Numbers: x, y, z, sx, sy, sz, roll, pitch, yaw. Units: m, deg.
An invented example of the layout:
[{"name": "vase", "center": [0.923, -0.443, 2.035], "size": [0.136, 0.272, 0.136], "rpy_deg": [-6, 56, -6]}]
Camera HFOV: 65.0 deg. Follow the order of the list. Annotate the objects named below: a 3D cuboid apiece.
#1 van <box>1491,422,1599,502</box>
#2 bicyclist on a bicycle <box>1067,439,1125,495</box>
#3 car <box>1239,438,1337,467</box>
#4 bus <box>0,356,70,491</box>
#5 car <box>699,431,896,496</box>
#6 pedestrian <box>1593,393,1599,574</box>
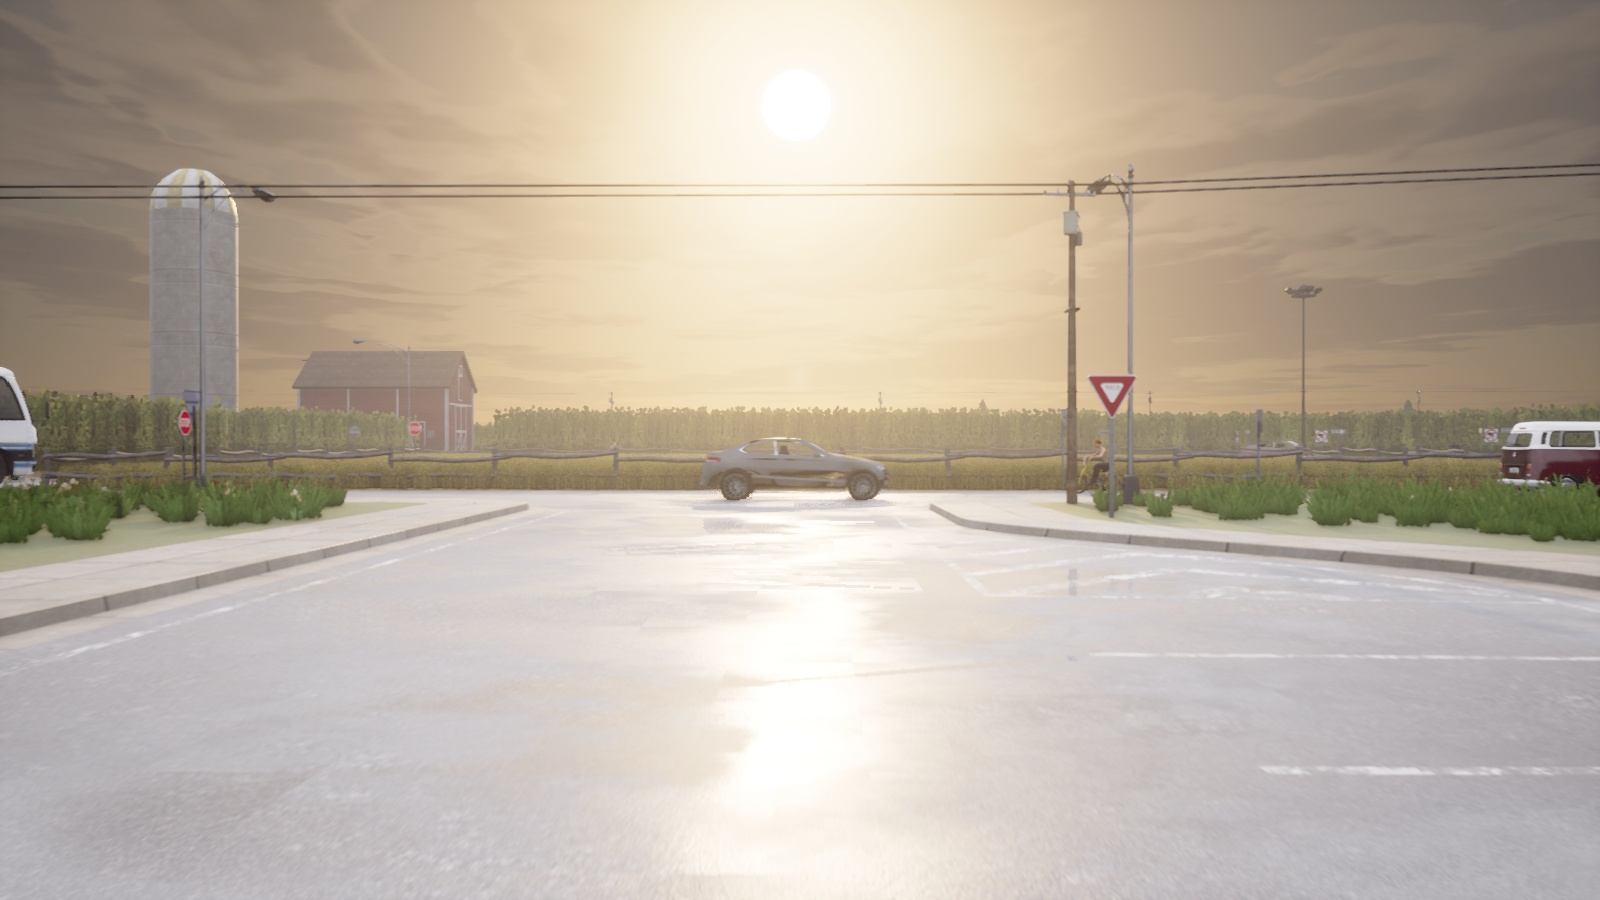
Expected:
[{"name": "van", "center": [20.860, 0.302, 32.788], "size": [4.480, 2.038, 2.069], "rpy_deg": [0, 0, 1]}, {"name": "bicyclist on a bicycle", "center": [8.595, 0.484, 36.504], "size": [1.509, 1.612, 0.866], "rpy_deg": [0, 0, 1]}, {"name": "car", "center": [29.012, 0.128, 74.695], "size": [5.027, 1.651, 2.152], "rpy_deg": [0, 0, 37]}, {"name": "bus", "center": [-28.665, -0.869, 38.350], "size": [3.944, 4.253, 10.273], "rpy_deg": [2, 1, 41]}, {"name": "car", "center": [-0.040, 0.338, 33.187], "size": [5.027, 1.651, 2.152], "rpy_deg": [0, 0, 1]}, {"name": "pedestrian", "center": [8.312, 0.338, 12.461], "size": [0.370, 1.835, 0.726], "rpy_deg": [0, 0, -6]}]
